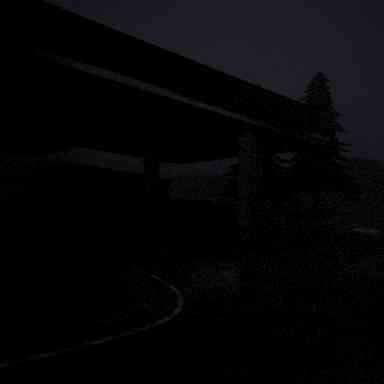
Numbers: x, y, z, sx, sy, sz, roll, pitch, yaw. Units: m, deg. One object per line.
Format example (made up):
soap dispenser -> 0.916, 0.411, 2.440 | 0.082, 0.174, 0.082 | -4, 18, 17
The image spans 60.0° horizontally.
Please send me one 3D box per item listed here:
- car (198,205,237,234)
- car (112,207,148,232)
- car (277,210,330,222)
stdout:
car -> 2.151, 1.854, 23.493 | 1.905, 1.878, 3.866 | 2, -1, -37
car -> -4.983, 1.883, 23.523 | 2.242, 1.667, 4.611 | 2, -1, -37
car -> 10.318, 2.408, 30.808 | 1.895, 1.301, 4.718 | 2, -1, -37
